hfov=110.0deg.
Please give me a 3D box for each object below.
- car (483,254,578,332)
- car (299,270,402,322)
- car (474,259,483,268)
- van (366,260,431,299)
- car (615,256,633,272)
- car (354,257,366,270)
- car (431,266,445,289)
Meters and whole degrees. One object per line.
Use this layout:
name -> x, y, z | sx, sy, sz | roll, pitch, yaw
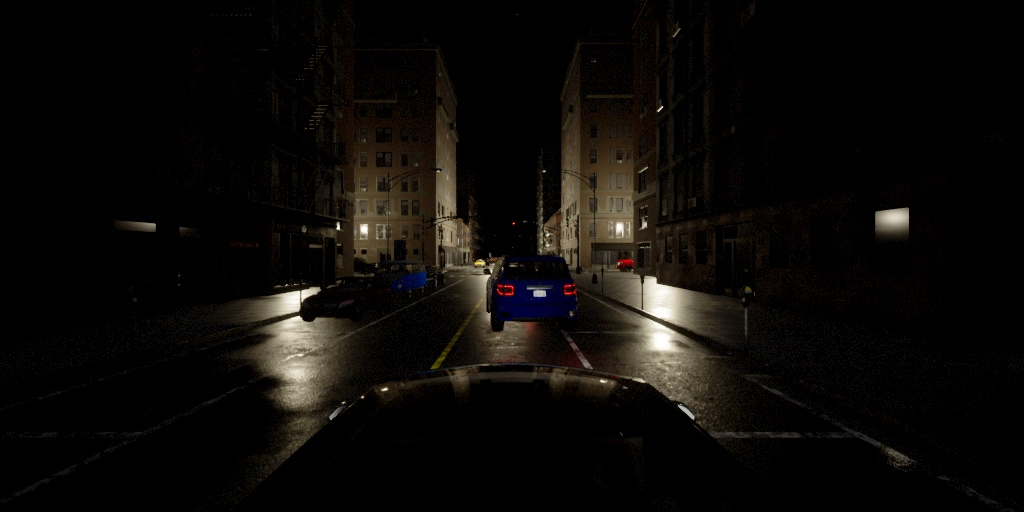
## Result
car -> 0.360, 0.972, 11.050 | 2.150, 2.045, 5.566 | 0, 0, -6
car -> -5.394, 1.332, 12.208 | 1.802, 1.307, 4.207 | 0, 0, 0
car -> -5.393, 1.276, 60.813 | 1.751, 1.417, 4.829 | 0, 0, 0
van -> -5.393, 1.091, 17.614 | 1.690, 1.789, 3.998 | 0, 0, 0
car -> 15.329, 0.880, 43.071 | 5.566, 2.045, 2.150 | 0, 0, 0
car -> -17.567, 1.064, 40.065 | 5.566, 2.045, 2.150 | -1, 0, 0
car -> -5.392, 1.301, 23.020 | 2.007, 1.370, 4.403 | 0, 0, 0
